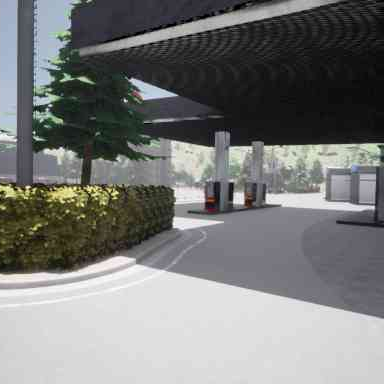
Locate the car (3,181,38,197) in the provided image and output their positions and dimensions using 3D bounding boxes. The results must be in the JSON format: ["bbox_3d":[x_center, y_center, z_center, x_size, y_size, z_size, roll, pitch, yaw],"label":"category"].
[{"bbox_3d":[-21.876,-0.468,42.380,4.605,1.855,1.932,2,2,35],"label":"car"}]

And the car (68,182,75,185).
[{"bbox_3d":[-25.616,-1.287,68.011,4.605,1.855,1.932,2,2,35],"label":"car"}]

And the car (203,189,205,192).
[{"bbox_3d":[4.716,-0.320,65.620,5.027,1.636,2.152,2,2,35],"label":"car"}]

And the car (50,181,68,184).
[{"bbox_3d":[-26.947,-1.261,65.396,3.866,1.878,1.905,2,2,35],"label":"car"}]

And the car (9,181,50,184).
[{"bbox_3d":[-17.326,-0.181,35.174,3.866,1.878,1.905,2,2,35],"label":"car"}]

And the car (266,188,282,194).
[{"bbox_3d":[19.386,-0.267,80.827,4.892,1.490,1.837,2,2,34],"label":"car"}]
